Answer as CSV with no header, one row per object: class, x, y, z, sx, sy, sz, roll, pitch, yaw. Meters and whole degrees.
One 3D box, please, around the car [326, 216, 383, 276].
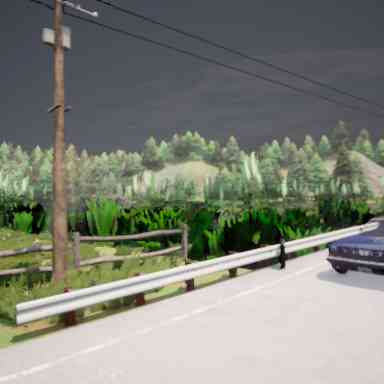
car,5.497,1.333,8.821,4.718,1.301,1.895,-3,1,-40
